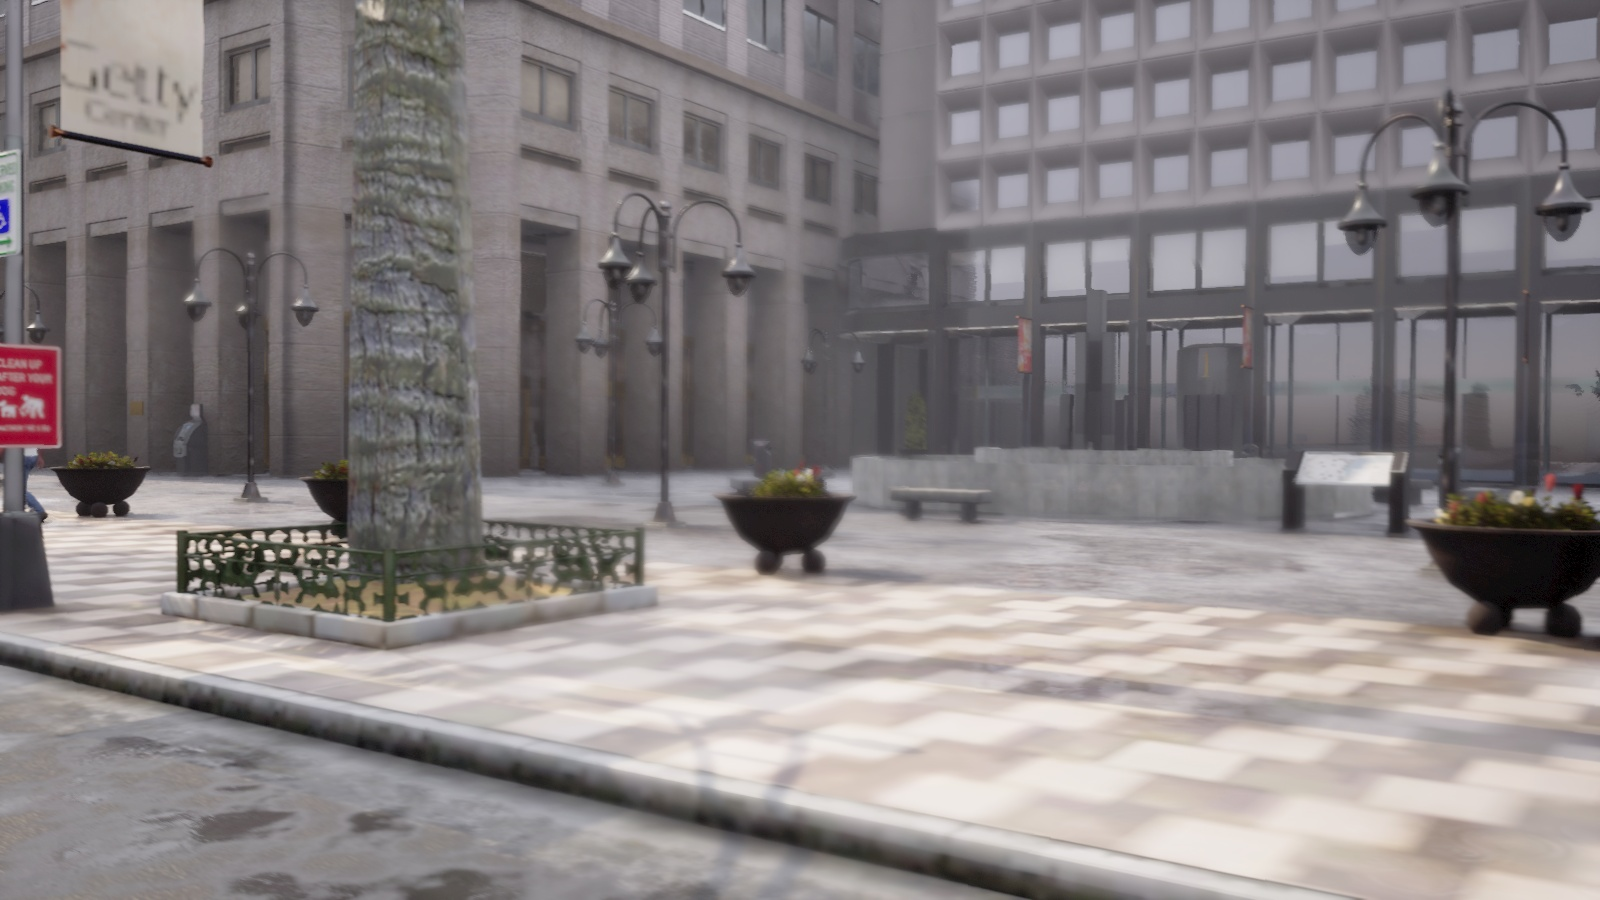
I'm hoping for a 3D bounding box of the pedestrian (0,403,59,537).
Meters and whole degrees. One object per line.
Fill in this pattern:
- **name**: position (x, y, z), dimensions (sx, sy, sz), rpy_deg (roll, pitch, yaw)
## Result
- **pedestrian**: position (-10.763, 0.278, 17.477), dimensions (0.706, 1.836, 0.354), rpy_deg (0, 1, 15)
